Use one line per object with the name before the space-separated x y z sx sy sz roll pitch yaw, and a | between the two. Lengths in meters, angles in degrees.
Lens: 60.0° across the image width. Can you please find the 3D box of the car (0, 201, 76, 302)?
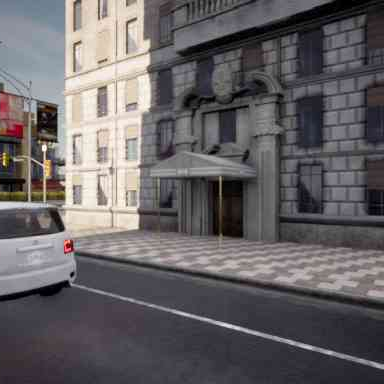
car | -4.924 1.221 7.395 5.566 2.045 2.150 0 0 35
